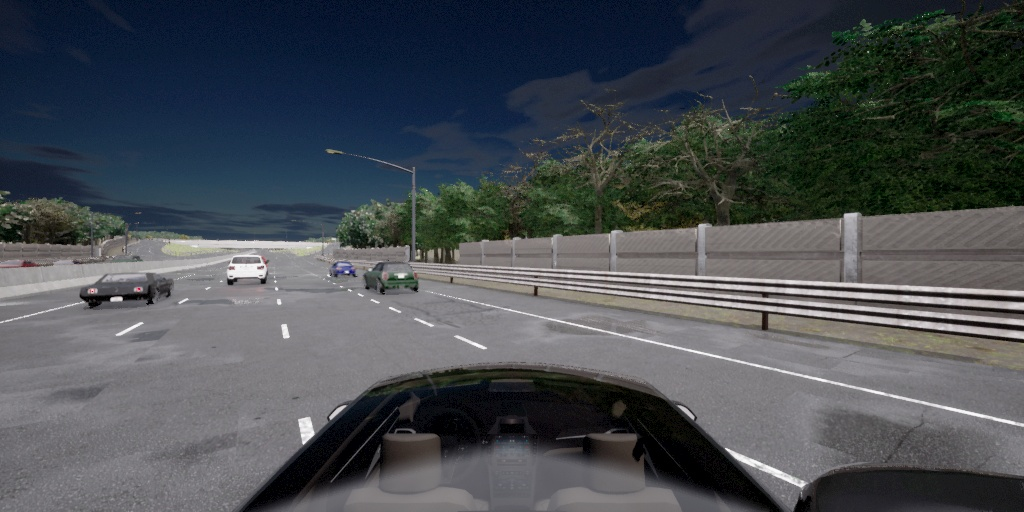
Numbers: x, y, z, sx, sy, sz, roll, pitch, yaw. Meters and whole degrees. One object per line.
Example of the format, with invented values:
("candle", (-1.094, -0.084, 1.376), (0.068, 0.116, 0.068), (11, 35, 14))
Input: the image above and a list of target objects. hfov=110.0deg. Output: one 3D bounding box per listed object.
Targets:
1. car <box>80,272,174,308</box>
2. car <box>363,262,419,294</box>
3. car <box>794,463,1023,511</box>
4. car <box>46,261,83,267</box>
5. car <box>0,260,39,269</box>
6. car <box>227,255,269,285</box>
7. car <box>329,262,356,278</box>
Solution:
("car", (-16.235, 1.343, 15.434), (1.895, 1.301, 4.718), (0, 0, -34))
("car", (-7.035, 1.097, 20.578), (2.097, 1.767, 4.553), (0, 0, -35))
("car", (2.985, 1.315, 0.487), (4.181, 1.385, 1.994), (0, 0, 34))
("car", (-49.587, 1.229, 39.832), (1.812, 1.442, 4.674), (0, 0, -33))
("car", (-52.463, 1.180, 37.850), (1.882, 1.535, 5.008), (0, 0, -33))
("car", (-19.278, 0.957, 26.233), (2.150, 2.045, 5.566), (0, 0, -34))
("car", (-16.118, 1.258, 34.089), (1.812, 1.442, 4.674), (0, 0, -34))
